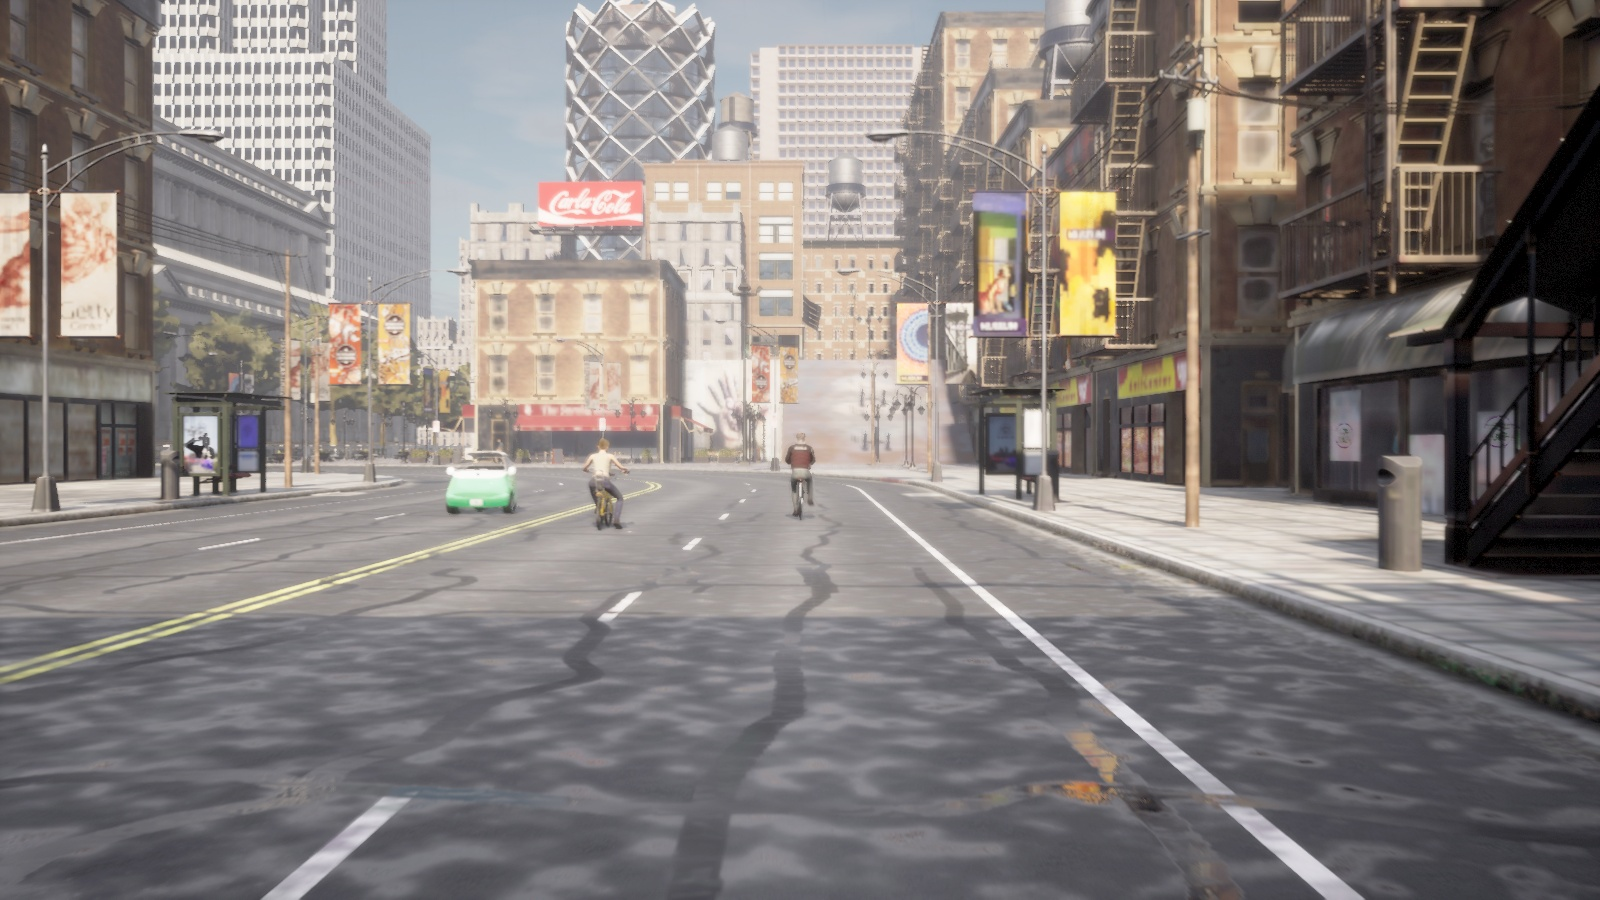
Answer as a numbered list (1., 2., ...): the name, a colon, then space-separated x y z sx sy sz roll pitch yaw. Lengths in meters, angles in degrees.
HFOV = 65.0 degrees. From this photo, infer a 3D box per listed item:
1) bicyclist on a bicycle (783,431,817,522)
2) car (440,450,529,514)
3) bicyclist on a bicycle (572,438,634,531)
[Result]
1. bicyclist on a bicycle: 0.018 0.519 25.338 0.659 1.776 1.843 0 0 1
2. car: -6.932 0.686 27.785 1.481 1.376 2.207 0 0 -2
3. bicyclist on a bicycle: -3.507 0.596 22.449 0.866 1.612 1.509 0 0 0
